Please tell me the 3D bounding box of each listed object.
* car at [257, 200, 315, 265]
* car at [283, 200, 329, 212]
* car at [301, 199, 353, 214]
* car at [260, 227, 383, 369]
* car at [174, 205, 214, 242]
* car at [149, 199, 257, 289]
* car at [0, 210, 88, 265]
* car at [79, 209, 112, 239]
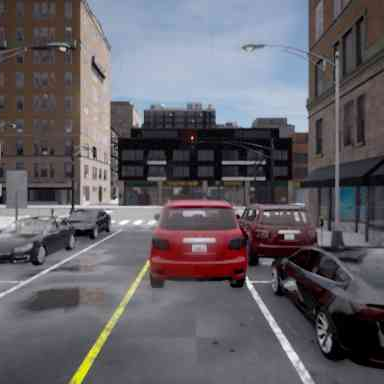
[{"bbox_3d":[2.648,1.303,11.403,2.192,1.841,5.009,0,0,0],"label":"car"},{"bbox_3d":[13.439,1.634,39.390,4.718,1.301,1.895,0,0,0],"label":"car"},{"bbox_3d":[14.547,1.545,36.136,4.892,1.490,1.837,-1,0,1],"label":"car"},{"bbox_3d":[2.642,1.560,5.742,1.947,1.339,4.313,0,0,0],"label":"car"},{"bbox_3d":[0.108,1.507,17.323,1.812,1.442,4.674,0,0,0],"label":"car"},{"bbox_3d":[0.091,1.211,9.306,2.150,2.045,5.566,0,0,-1],"label":"car"},{"bbox_3d":[-5.377,1.539,11.412,2.008,1.369,4.403,0,0,0],"label":"car"},{"bbox_3d":[-5.371,1.548,17.074,1.947,1.339,4.313,0,0,0],"label":"car"}]
